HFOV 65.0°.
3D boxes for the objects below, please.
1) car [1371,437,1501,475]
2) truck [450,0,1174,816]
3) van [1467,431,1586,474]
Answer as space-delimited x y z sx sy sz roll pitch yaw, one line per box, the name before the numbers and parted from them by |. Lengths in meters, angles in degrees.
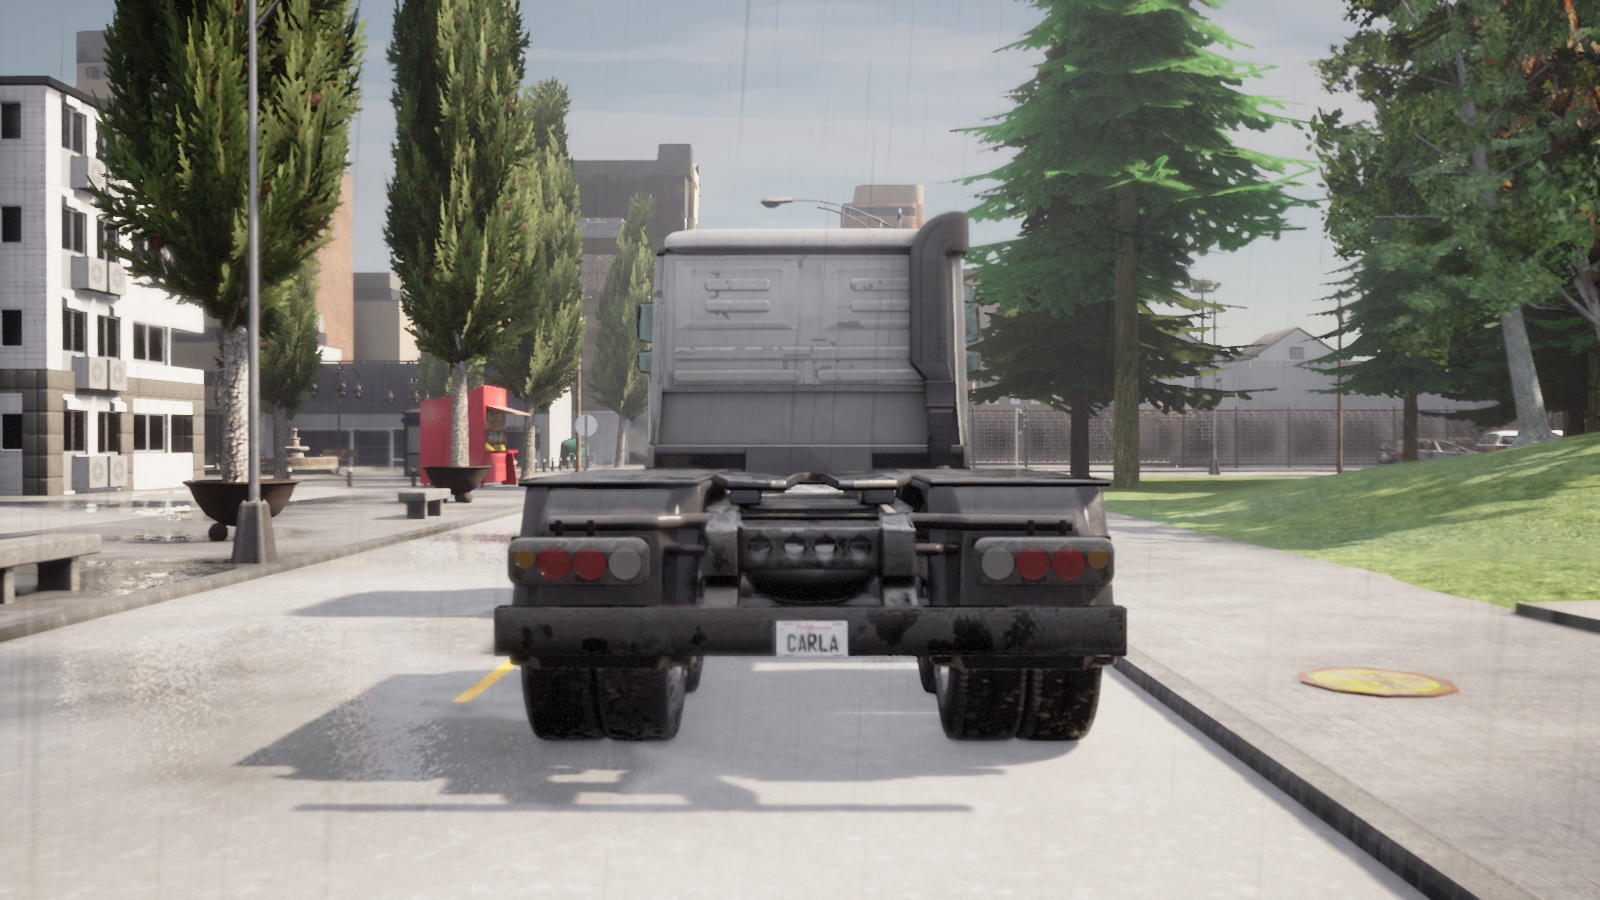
car | 28.253 0.260 55.893 4.611 1.667 2.242 0 0 0
truck | 0.067 -0.292 8.985 2.891 3.462 7.936 0 0 0
van | 34.571 0.119 59.864 4.480 2.038 2.069 0 0 0
